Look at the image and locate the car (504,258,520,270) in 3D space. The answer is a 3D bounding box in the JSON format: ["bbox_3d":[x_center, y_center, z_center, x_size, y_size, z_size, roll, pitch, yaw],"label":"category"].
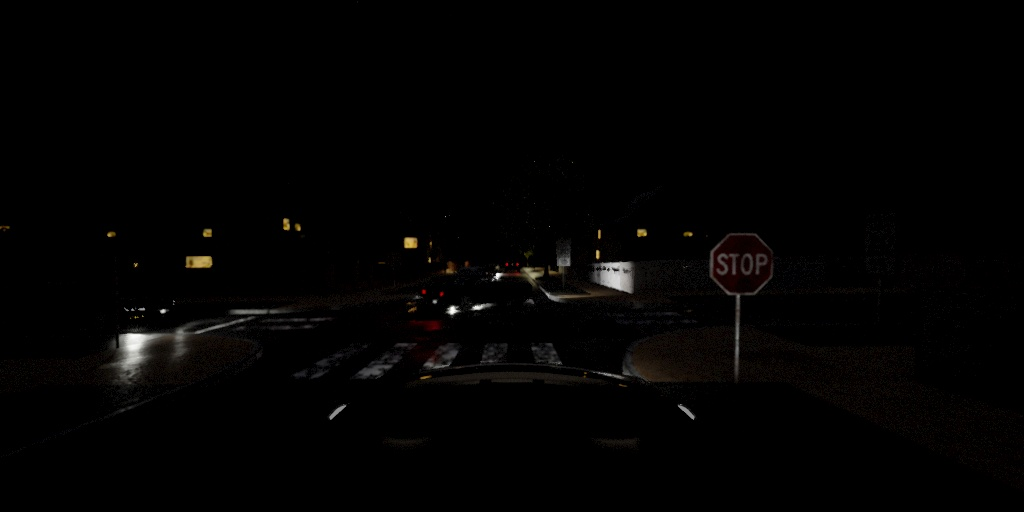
[{"bbox_3d":[0.032,1.362,52.495,2.150,2.045,5.566,0,-1,0],"label":"car"}]

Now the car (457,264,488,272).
[{"bbox_3d":[-2.835,1.426,23.592,1.812,1.442,4.674,0,0,0],"label":"car"}]

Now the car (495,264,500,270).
[{"bbox_3d":[-2.815,1.609,41.902,1.994,1.385,4.181,0,0,0],"label":"car"}]

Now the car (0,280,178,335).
[{"bbox_3d":[-13.585,1.535,11.433,4.892,1.490,1.837,0,1,-1],"label":"car"}]

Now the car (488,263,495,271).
[{"bbox_3d":[-2.821,1.497,32.713,1.812,1.442,4.674,0,0,0],"label":"car"}]

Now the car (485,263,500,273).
[{"bbox_3d":[-2.776,1.739,52.226,1.895,1.301,4.718,0,-1,1],"label":"car"}]

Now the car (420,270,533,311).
[{"bbox_3d":[-1.300,1.436,15.008,4.718,1.301,1.895,0,0,-43],"label":"car"}]
